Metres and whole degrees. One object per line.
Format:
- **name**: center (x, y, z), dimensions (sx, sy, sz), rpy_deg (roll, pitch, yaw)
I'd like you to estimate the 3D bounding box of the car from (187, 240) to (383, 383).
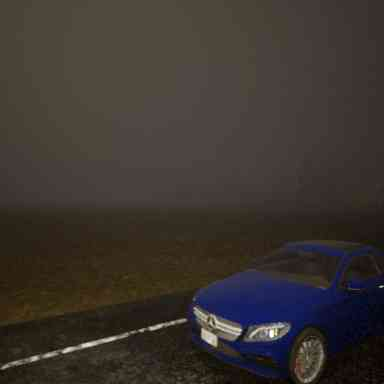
- **car**: center (2.110, 1.577, 5.496), dimensions (4.674, 1.442, 1.812), rpy_deg (1, 0, -35)
